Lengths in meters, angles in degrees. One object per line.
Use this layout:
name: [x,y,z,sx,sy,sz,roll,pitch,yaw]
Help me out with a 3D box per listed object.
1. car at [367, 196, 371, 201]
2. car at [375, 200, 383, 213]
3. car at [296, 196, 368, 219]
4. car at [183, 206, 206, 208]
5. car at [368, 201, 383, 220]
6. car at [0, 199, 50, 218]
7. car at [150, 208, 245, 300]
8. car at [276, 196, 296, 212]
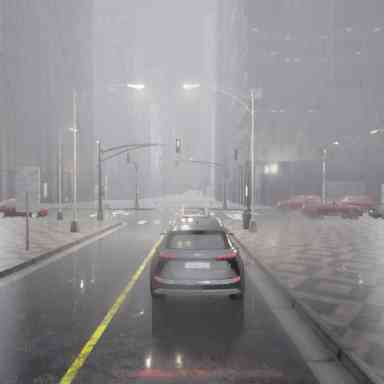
car: [17.822,1.353,37.709,5.009,1.841,2.192,0,1,0]
car: [23.464,1.633,37.717,4.313,1.339,1.947,0,1,0]
car: [12.178,1.463,29.179,5.009,1.841,2.192,0,1,0]
car: [0.129,1.507,17.493,1.837,1.490,4.892,0,0,0]
car: [17.820,1.742,29.188,4.313,1.339,1.947,0,1,0]
car: [-14.864,1.567,29.153,4.507,1.381,1.887,0,1,0]
car: [0.124,1.428,8.407,2.033,1.649,4.856,0,0,1]
car: [12.179,1.325,37.703,5.009,1.841,2.192,0,1,0]
